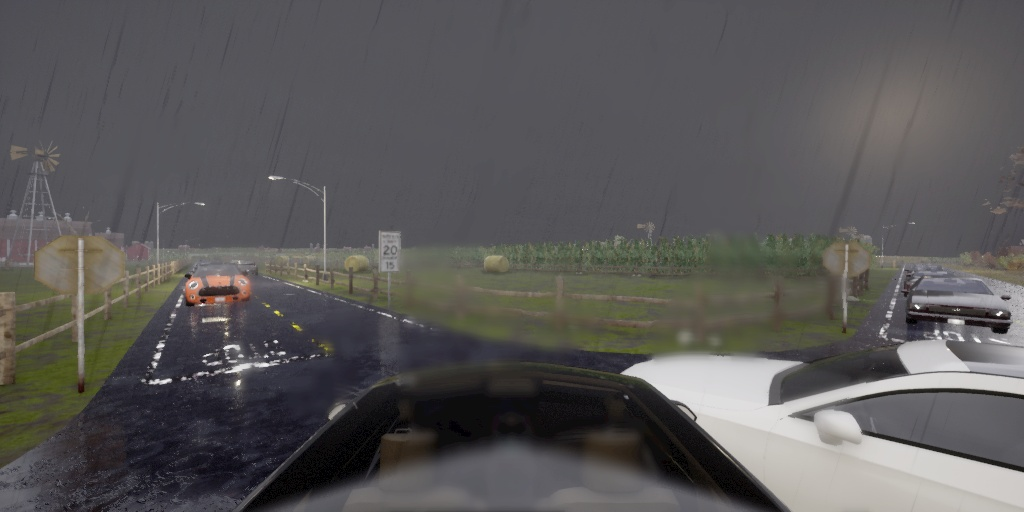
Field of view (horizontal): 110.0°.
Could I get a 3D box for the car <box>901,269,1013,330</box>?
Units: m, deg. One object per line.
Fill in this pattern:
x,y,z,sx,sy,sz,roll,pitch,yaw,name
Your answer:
13.635,1.334,11.180,5.357,1.411,2.033,0,1,-42,car

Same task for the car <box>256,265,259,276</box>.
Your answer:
-26.597,1.257,35.848,2.128,1.511,4.902,0,0,-41,car

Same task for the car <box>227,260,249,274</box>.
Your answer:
-33.237,1.273,43.379,1.837,1.490,4.892,0,0,-41,car

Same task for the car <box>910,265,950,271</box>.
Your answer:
21.039,1.363,17.892,4.181,1.385,1.994,0,1,-43,car

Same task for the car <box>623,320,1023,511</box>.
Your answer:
2.859,1.293,2.226,1.812,1.442,4.674,0,1,-43,car

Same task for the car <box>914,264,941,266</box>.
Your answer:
28.675,1.307,24.803,4.902,1.511,2.128,0,1,-42,car

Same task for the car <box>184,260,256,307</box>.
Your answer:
-12.993,1.129,15.847,2.097,1.767,4.553,0,0,-41,car
